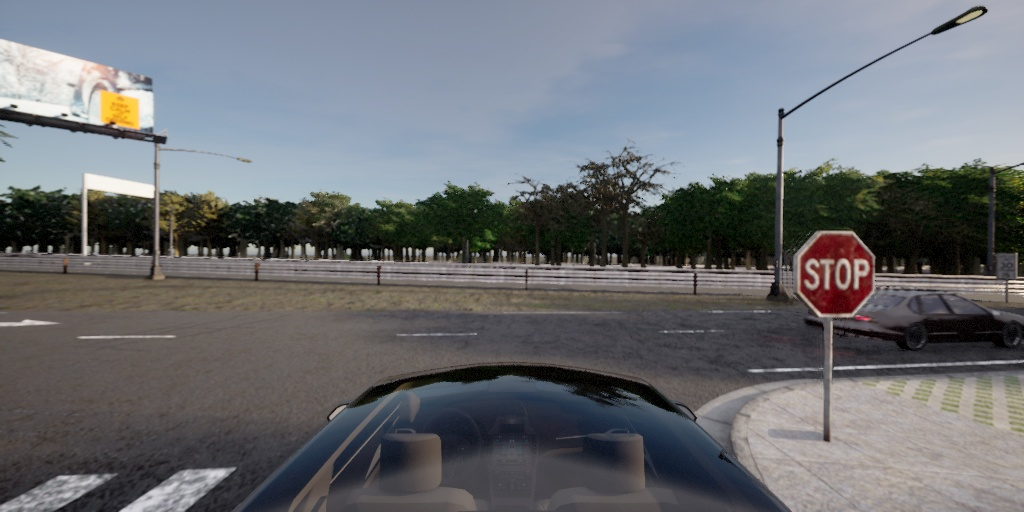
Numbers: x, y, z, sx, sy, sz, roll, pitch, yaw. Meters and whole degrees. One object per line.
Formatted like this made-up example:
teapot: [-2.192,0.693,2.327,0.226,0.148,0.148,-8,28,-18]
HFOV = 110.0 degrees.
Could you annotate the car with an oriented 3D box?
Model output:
car: [10.749,1.600,9.574,5.357,1.411,2.033,1,0,-9]
